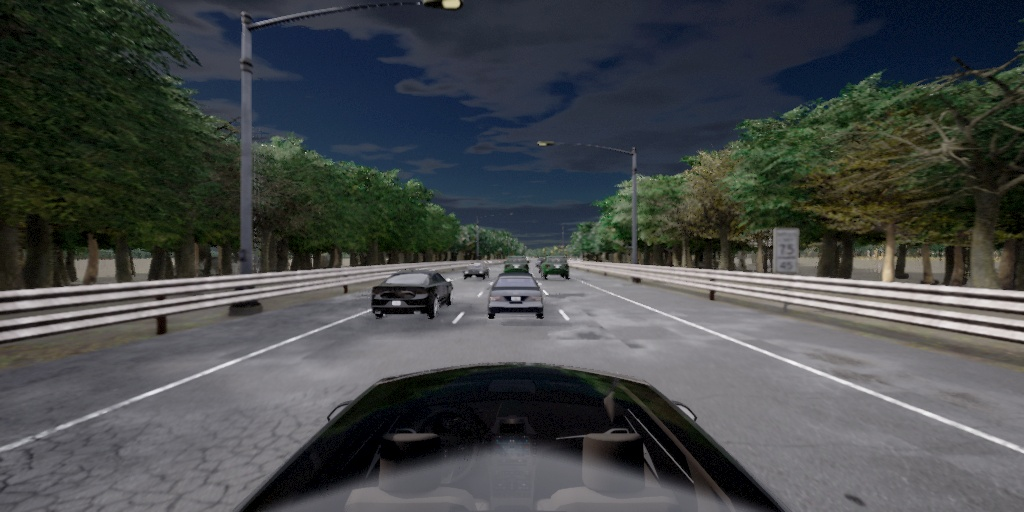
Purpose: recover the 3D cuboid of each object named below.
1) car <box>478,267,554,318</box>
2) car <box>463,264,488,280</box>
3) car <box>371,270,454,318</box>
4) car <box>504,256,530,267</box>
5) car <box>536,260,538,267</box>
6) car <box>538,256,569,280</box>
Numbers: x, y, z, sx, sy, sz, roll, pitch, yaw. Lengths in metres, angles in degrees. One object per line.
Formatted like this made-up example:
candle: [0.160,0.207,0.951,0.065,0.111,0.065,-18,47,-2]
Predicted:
car: [0.131,1.302,13.021,2.033,1.411,5.357,0,0,0]
car: [-3.067,1.392,31.801,1.895,1.301,4.718,0,0,1]
car: [-3.366,1.232,12.983,1.882,1.535,5.008,0,0,0]
car: [0.450,1.016,32.429,2.150,2.045,5.566,0,0,1]
car: [4.235,1.347,44.371,1.837,1.490,4.892,0,0,2]
car: [3.846,1.014,32.454,2.150,2.045,5.566,0,0,2]
